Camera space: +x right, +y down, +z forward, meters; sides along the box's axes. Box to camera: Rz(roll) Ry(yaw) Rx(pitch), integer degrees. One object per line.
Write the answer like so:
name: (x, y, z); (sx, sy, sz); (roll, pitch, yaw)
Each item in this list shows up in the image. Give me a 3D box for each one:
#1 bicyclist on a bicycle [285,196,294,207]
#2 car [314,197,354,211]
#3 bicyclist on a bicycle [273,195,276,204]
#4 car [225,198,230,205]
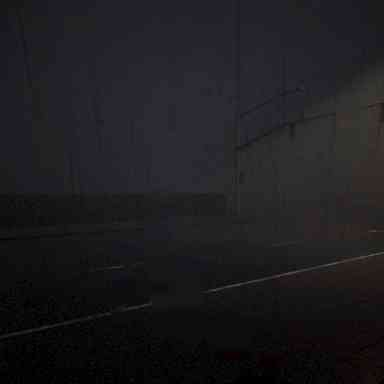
bicyclist on a bicycle: (14.516, 1.453, 49.552); (1.656, 1.620, 0.582); (0, 0, -23)
car: (17.571, 1.351, 41.511); (2.097, 1.767, 4.553); (0, 0, -39)
bicyclist on a bicycle: (13.517, 1.300, 54.460); (0.582, 1.620, 1.656); (0, 0, 21)
car: (4.204, 1.505, 54.878); (1.837, 1.490, 4.892); (0, 0, -35)
